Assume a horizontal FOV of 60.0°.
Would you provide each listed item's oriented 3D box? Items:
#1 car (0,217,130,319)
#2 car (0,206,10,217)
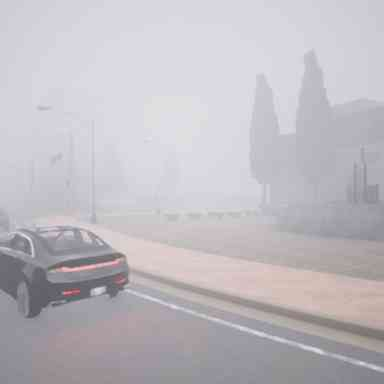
[{"bbox_3d":[-3.331,1.525,7.559,2.128,1.511,4.902,0,0,-44],"label":"car"},{"bbox_3d":[-12.315,1.578,20.352,2.128,1.511,4.902,0,-1,-32],"label":"car"}]
